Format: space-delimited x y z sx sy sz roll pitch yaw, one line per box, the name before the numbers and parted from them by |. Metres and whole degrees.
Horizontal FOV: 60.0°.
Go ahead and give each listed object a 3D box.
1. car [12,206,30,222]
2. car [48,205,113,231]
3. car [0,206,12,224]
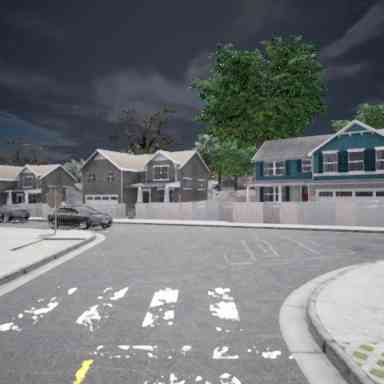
car | -17.155 2.040 30.918 4.902 1.511 2.128 -2 -2 31
car | -7.206 1.642 21.317 4.892 1.490 1.837 -2 -2 32
car | -17.772 1.964 27.850 4.902 1.511 2.128 -2 -2 31
